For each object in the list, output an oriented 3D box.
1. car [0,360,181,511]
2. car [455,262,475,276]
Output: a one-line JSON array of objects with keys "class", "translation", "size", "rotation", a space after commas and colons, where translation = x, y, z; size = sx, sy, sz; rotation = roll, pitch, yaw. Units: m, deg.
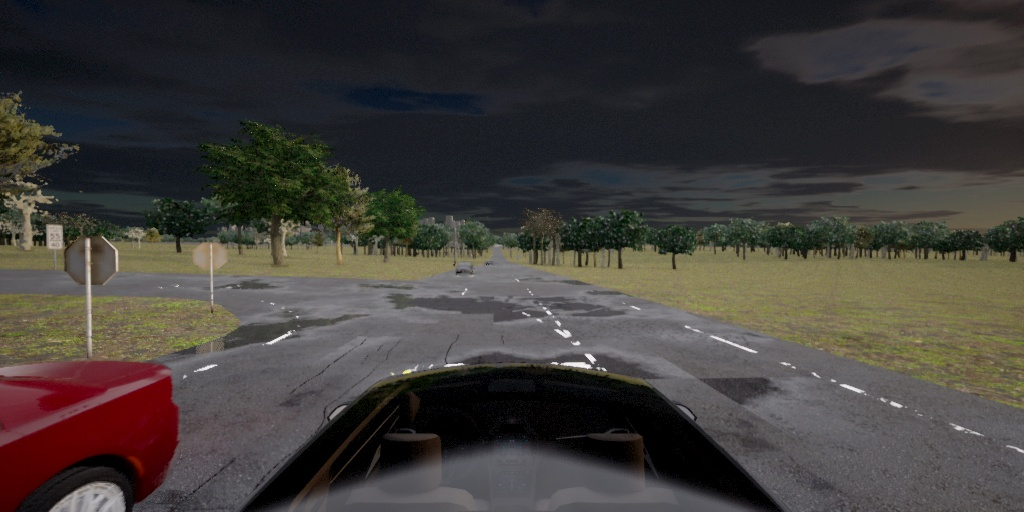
[{"class": "car", "translation": [-3.426, 1.229, 0.632], "size": [1.882, 1.535, 5.008], "rotation": [0, 0, -3]}, {"class": "car", "translation": [-5.235, 1.387, 40.167], "size": [1.837, 1.490, 4.892], "rotation": [0, 0, -3]}]
